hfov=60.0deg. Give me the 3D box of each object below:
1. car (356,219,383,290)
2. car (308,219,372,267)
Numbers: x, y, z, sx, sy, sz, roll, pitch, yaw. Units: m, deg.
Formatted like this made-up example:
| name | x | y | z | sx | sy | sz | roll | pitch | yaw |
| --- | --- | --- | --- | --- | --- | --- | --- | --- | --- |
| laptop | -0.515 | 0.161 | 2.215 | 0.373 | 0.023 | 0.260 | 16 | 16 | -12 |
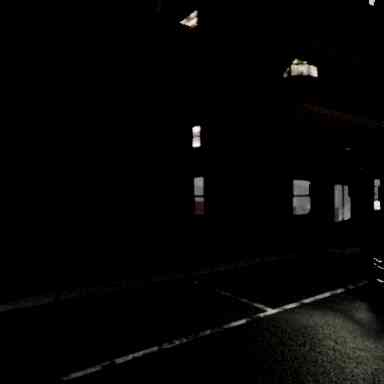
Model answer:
| name | x | y | z | sx | sy | sz | roll | pitch | yaw |
| --- | --- | --- | --- | --- | --- | --- | --- | --- | --- |
| car | 6.122 | 1.424 | 7.743 | 5.008 | 1.535 | 1.882 | 0 | 0 | -35 |
| car | 5.434 | 1.523 | 10.434 | 4.206 | 1.307 | 1.802 | 0 | 0 | -35 |
